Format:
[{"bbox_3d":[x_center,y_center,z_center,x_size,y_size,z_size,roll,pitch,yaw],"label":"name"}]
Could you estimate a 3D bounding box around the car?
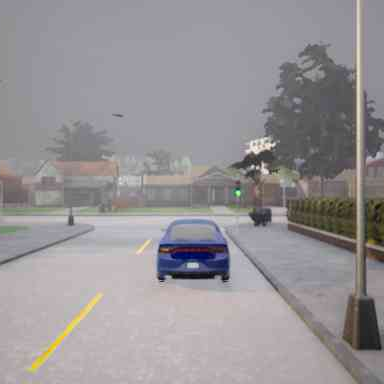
[{"bbox_3d":[0.042,1.556,10.174,1.882,1.535,5.008,0,0,0],"label":"car"}]
